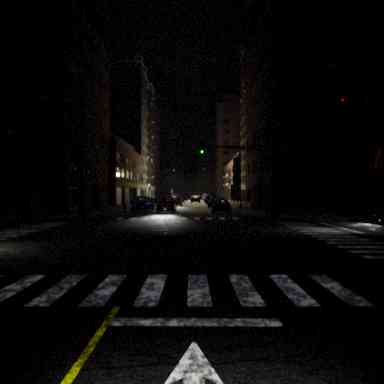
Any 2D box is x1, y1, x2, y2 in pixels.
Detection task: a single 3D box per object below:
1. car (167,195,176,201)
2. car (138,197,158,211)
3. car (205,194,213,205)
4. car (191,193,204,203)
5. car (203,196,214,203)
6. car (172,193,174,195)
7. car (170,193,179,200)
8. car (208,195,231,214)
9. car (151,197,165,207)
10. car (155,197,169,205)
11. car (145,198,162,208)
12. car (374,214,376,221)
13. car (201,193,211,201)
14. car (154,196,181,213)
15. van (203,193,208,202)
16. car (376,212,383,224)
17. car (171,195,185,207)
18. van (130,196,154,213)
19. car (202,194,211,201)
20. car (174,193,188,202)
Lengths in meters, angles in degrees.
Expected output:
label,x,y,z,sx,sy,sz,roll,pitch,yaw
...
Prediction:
label,x,y,z,sx,sy,sz,roll,pitch,yaw
car,-4.978,1.482,80.767,1.752,1.417,4.829,0,0,1
car,-5.417,1.422,41.261,1.967,1.590,4.097,0,0,1
car,3.171,1.420,46.838,1.967,1.590,4.097,0,0,1
car,0.712,1.460,65.504,2.128,1.511,4.902,0,0,1
car,3.423,1.517,69.514,2.008,1.369,4.403,0,0,1
car,-5.102,1.532,69.601,1.947,1.339,4.313,0,0,1
car,-4.850,1.261,92.273,2.192,1.841,5.009,0,0,1
car,3.045,1.424,35.501,1.967,1.590,4.097,0,0,1
car,-5.291,1.559,52.598,1.802,1.307,4.206,0,0,1
car,-5.228,1.540,58.265,1.947,1.339,4.313,0,0,1
car,-5.354,1.546,46.929,1.947,1.339,4.313,0,0,1
car,15.501,1.552,22.758,5.357,1.411,2.033,0,0,0
car,3.612,1.266,86.521,2.192,1.841,5.009,0,0,1
car,-2.707,1.475,36.066,2.128,1.511,4.902,0,0,1
van,3.297,1.315,58.176,1.690,1.788,3.998,0,0,1
car,13.821,1.609,19.511,4.718,1.301,1.895,0,0,0
car,-2.500,1.578,52.358,1.895,1.301,4.718,0,0,1
van,-5.481,1.325,35.593,1.690,1.788,3.998,0,0,1
car,3.549,1.396,80.852,1.967,1.590,4.097,0,0,1
car,-2.249,1.523,69.199,1.837,1.490,4.892,0,0,1
